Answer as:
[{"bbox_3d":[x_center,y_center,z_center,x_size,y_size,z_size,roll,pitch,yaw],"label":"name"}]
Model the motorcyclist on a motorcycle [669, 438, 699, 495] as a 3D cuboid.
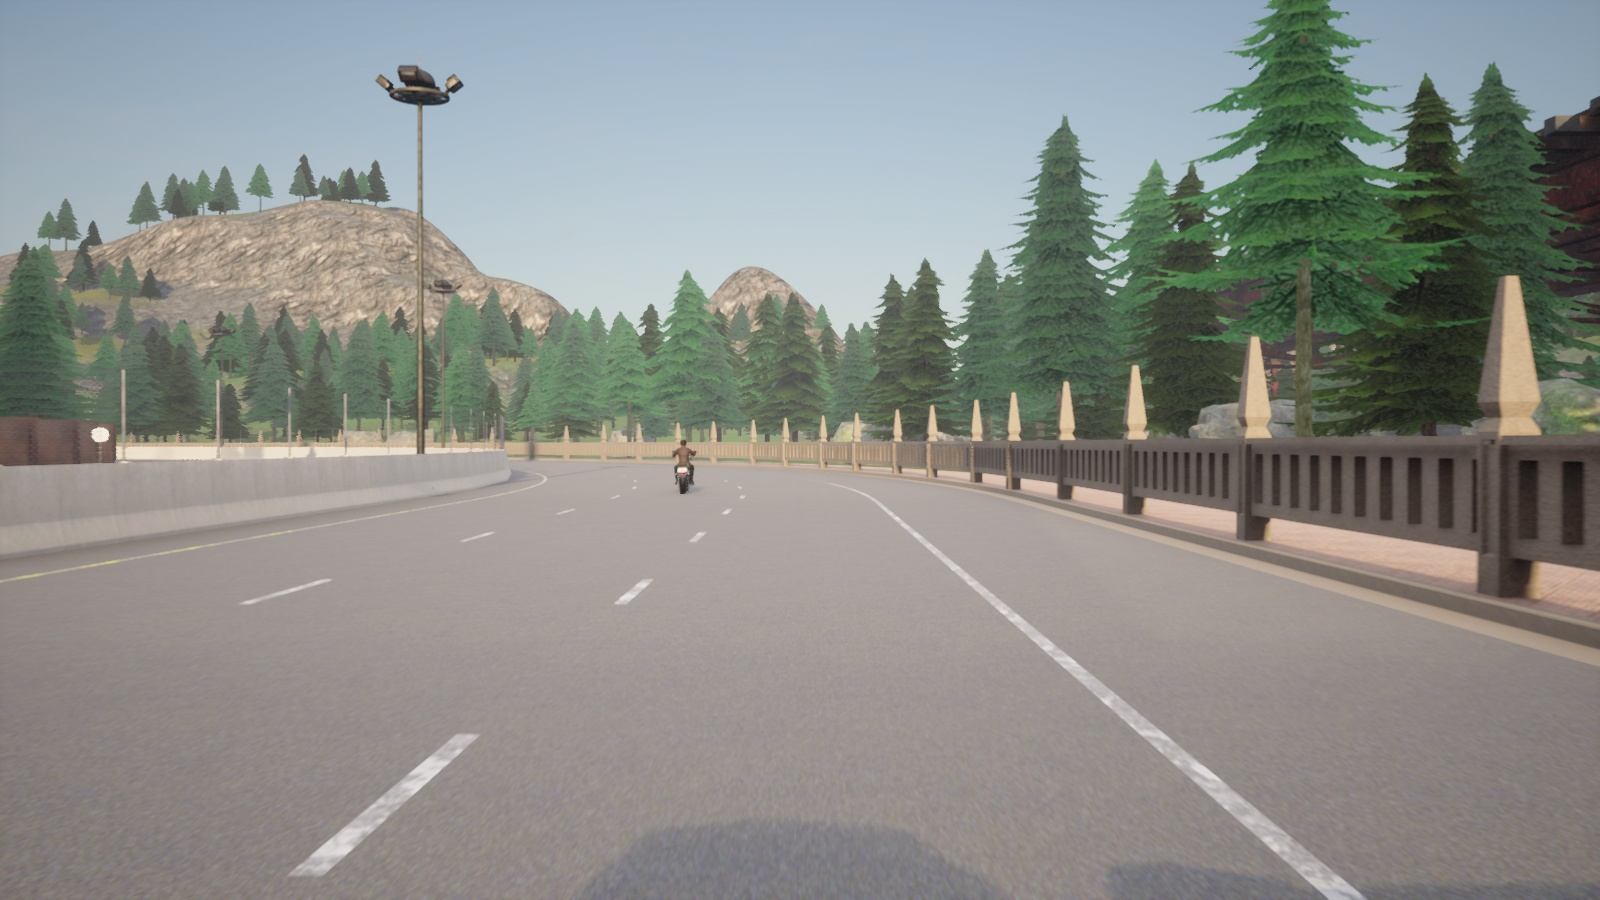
[{"bbox_3d":[-3.460,0.481,37.730,0.766,1.649,2.350,-1,0,-3],"label":"motorcyclist on a motorcycle"}]
